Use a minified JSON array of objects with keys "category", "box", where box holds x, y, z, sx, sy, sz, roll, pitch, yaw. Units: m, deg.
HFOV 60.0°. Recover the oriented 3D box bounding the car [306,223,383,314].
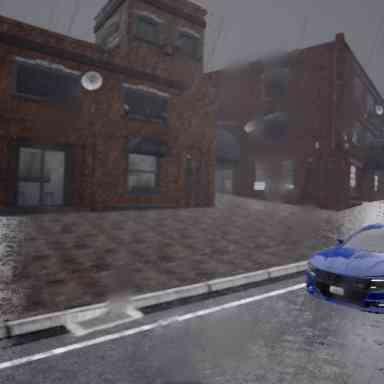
[{"category":"car","box":[4.547,1.445,7.358,5.008,1.535,1.882,0,0,-37]}]
